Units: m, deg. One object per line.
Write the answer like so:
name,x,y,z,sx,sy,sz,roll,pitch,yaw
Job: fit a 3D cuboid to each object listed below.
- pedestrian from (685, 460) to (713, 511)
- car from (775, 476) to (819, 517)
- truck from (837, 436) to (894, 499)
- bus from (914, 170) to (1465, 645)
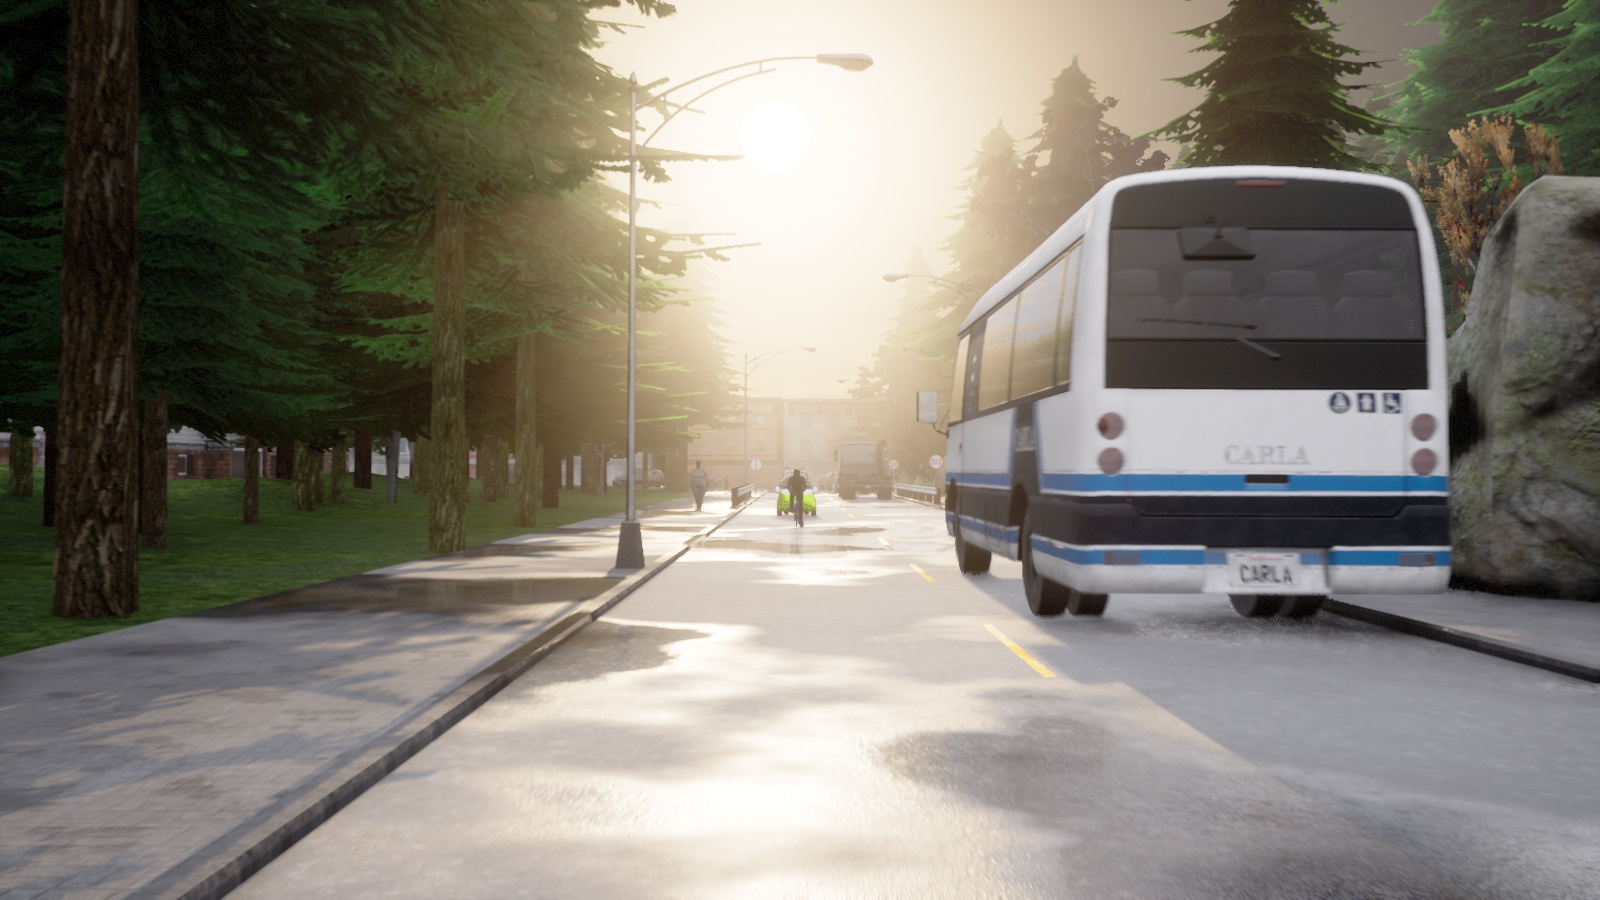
pedestrian,-3.706,1.311,46.122,0.874,1.855,0.900,0,-1,8
car,-0.105,1.607,43.987,1.481,1.376,2.207,0,-1,0
truck,3.742,1.048,73.512,2.891,3.462,7.936,0,-1,0
bus,3.955,-0.303,16.405,3.944,4.253,10.273,0,-1,0
